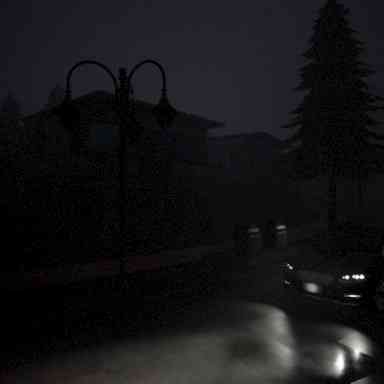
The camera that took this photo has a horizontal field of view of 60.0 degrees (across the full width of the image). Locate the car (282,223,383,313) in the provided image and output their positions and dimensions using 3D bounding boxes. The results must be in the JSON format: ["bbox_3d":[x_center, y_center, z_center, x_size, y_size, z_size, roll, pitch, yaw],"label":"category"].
[{"bbox_3d":[4.009,1.536,7.915,4.902,1.511,2.128,0,-1,-44],"label":"car"}]
